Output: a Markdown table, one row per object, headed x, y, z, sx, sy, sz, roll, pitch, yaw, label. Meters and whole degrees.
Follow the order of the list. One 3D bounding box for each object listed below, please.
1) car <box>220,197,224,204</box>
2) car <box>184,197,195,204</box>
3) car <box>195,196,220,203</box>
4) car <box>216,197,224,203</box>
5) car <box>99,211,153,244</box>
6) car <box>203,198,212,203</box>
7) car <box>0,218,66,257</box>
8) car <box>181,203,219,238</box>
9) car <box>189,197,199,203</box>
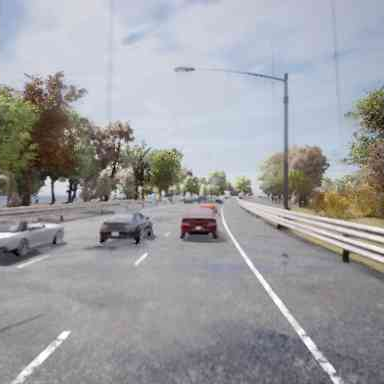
| x | y | z | sx | sy | sz | roll | pitch | yaw | label |
| --- | --- | --- | --- | --- | --- | --- | --- | --- | --- |
| 6.208 | 2.133 | 79.881 | 1.837 | 1.490 | 4.892 | 0 | 0 | 8 | car |
| -0.793 | 2.149 | 80.353 | 2.128 | 1.511 | 4.902 | 0 | 0 | 8 | car |
| 1.790 | 1.640 | 38.033 | 2.097 | 1.767 | 4.553 | 0 | -1 | 5 | car |
| 7.653 | 2.119 | 90.032 | 1.812 | 1.442 | 4.674 | 0 | -1 | 9 | car |
| -3.159 | 1.641 | 16.480 | 1.812 | 1.442 | 4.674 | 0 | 0 | 3 | car |
| 4.134 | 2.168 | 90.158 | 1.895 | 1.301 | 4.718 | 0 | -1 | 9 | car |
| -6.833 | 1.685 | 13.220 | 1.895 | 1.301 | 4.718 | 0 | 0 | 3 | car |
| 0.459 | 1.617 | 18.637 | 1.882 | 1.535 | 5.008 | 0 | 0 | 3 | car |
| 0.666 | 2.097 | 90.638 | 2.128 | 1.511 | 4.902 | 0 | -1 | 9 | car |
